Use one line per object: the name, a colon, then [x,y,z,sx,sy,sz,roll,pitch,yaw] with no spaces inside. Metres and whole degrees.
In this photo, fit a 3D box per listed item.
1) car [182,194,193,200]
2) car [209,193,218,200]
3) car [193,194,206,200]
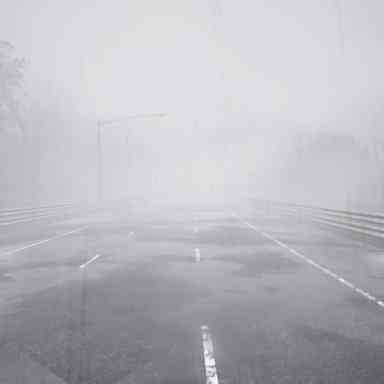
car: [-1.574,1.330,85.776,2.033,1.411,5.357,-1,0,6]
car: [5.506,1.079,86.347,2.097,1.767,4.553,-1,0,6]
car: [1.954,1.352,85.916,1.895,1.301,4.718,-1,0,6]
